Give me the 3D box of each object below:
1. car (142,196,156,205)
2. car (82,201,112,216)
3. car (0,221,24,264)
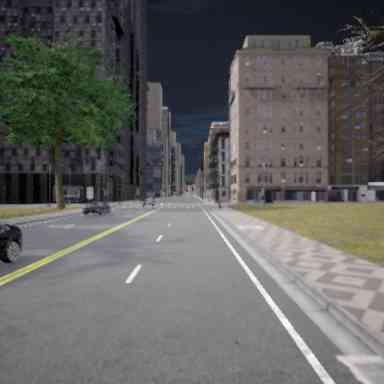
[{"bbox_3d":[-6.495,1.459,50.771,1.837,1.490,4.892,0,0,0],"label":"car"},{"bbox_3d":[-9.840,1.702,34.927,2.033,1.411,5.357,0,0,0],"label":"car"},{"bbox_3d":[-6.599,1.527,9.261,2.128,1.511,4.902,0,0,0],"label":"car"}]
